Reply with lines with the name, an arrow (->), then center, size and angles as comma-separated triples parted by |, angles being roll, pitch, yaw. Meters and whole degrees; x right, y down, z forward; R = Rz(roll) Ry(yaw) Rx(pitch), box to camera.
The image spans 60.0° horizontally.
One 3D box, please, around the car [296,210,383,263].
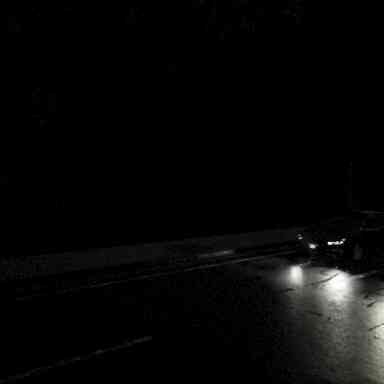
car -> 5.723, 1.435, 11.760 | 4.892, 1.490, 1.837 | 0, 0, -35
